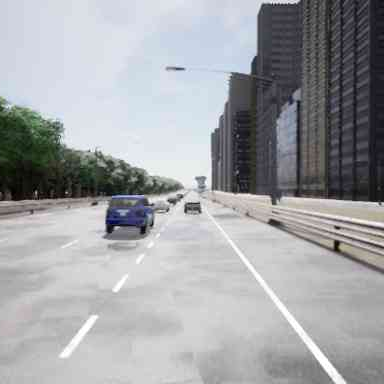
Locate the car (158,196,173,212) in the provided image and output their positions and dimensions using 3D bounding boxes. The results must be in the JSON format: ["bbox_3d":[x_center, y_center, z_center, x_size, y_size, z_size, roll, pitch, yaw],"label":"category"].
[{"bbox_3d":[-3.552,1.538,39.160,1.812,1.442,4.674,0,0,0],"label":"car"}]

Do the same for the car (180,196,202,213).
[{"bbox_3d":[0.055,1.507,37.801,2.128,1.511,4.902,0,0,0],"label":"car"}]

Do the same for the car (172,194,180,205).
[{"bbox_3d":[-3.637,1.557,59.171,1.837,1.490,4.892,0,0,0],"label":"car"}]

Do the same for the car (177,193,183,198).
[{"bbox_3d":[-3.768,1.659,79.716,1.994,1.385,4.181,0,0,0],"label":"car"}]

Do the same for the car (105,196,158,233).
[{"bbox_3d":[-3.505,1.218,19.539,2.150,2.045,5.566,0,0,0],"label":"car"}]
